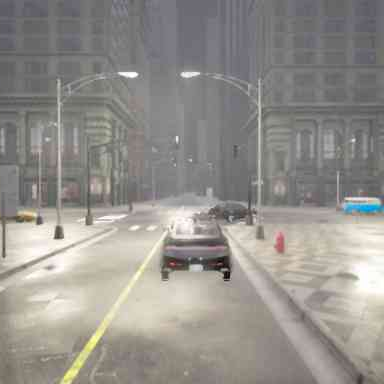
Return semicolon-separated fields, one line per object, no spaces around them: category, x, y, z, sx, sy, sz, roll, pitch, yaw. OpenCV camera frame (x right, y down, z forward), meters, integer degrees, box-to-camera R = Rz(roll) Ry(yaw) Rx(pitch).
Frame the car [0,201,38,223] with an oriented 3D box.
car;-14.637;1.692;26.286;4.829;1.417;1.752;0;0;0

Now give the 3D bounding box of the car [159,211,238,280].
car;0.098;1.541;10.101;2.128;1.511;4.902;0;0;0

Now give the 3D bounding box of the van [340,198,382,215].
van;17.746;1.514;34.959;3.998;1.788;1.690;0;0;0

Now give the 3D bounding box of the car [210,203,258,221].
car;3.522;1.681;27.596;4.892;1.490;1.837;1;-3;-42
